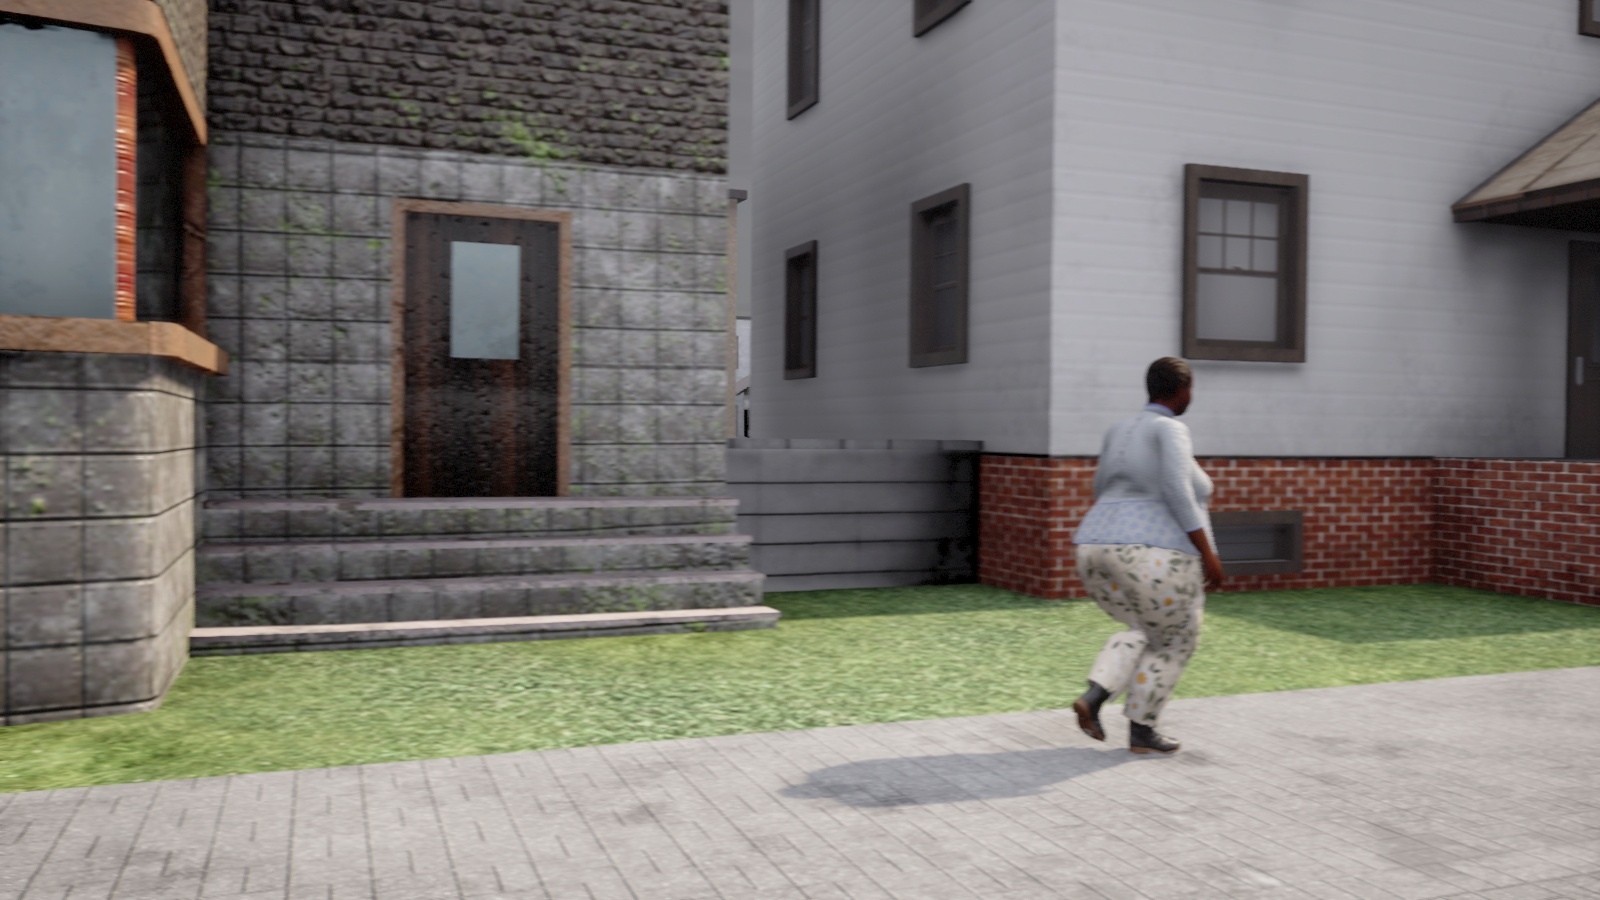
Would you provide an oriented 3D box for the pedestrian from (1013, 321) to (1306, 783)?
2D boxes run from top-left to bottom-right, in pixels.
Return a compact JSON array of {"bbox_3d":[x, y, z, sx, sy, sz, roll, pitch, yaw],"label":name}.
[{"bbox_3d":[1.585,0.399,5.617,0.900,1.855,0.874,-1,1,-23],"label":"pedestrian"}]
